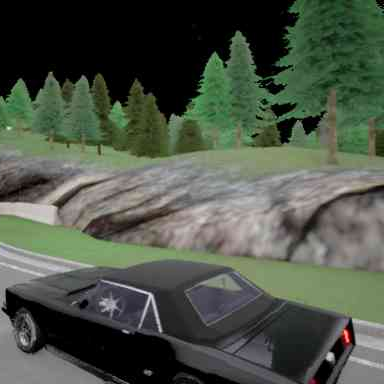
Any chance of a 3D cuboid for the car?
[{"bbox_3d":[-0.564,1.611,4.434,4.718,1.301,1.895,0,0,36],"label":"car"}]
